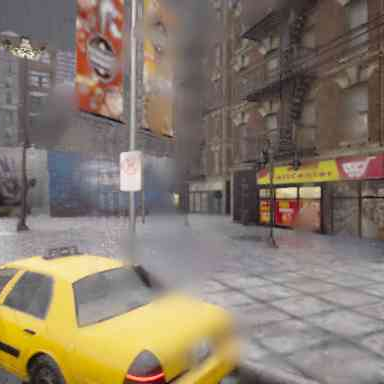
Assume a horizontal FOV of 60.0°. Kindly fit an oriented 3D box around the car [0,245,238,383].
[{"bbox_3d":[-2.023,1.534,4.721,5.366,1.575,1.801,0,-1,34],"label":"car"}]
